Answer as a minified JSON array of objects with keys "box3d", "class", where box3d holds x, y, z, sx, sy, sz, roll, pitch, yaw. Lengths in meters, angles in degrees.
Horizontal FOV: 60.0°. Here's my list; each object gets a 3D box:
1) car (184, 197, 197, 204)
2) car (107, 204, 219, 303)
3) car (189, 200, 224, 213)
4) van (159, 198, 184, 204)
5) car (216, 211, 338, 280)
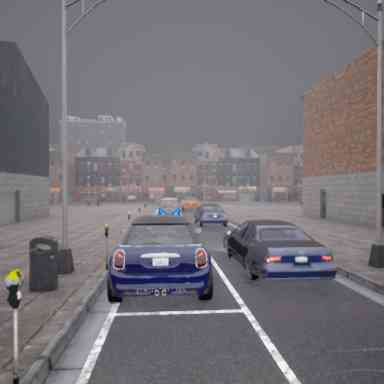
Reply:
[{"box3d":[-0.300,1.347,40.945,2.097,1.767,4.553,0,0,-4],"class":"car"},{"box3d":[-0.762,1.349,8.439,2.097,1.767,4.553,0,0,-4],"class":"car"},{"box3d":[1.210,1.538,22.874,2.033,1.411,5.357,0,0,-4],"class":"car"},{"box3d":[-1.733,1.334,25.292,1.690,1.788,3.998,-1,0,-4],"class":"van"},{"box3d":[2.224,1.540,9.890,2.033,1.411,5.357,0,0,-5],"class":"car"}]
